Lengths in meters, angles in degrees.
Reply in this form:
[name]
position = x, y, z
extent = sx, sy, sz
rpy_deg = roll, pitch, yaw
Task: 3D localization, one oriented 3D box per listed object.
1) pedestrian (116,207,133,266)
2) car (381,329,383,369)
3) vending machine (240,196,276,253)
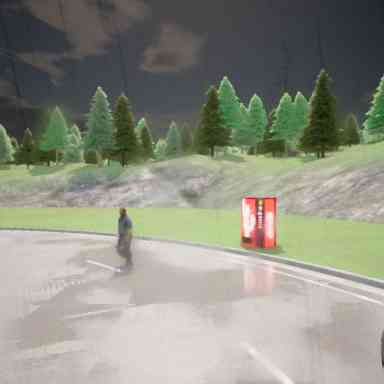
[pedestrian]
position = -2.010, 1.294, 9.925
extent = 0.375, 1.860, 0.375
rpy_deg = 0, 0, -42
[car]
position = 3.293, 1.503, 1.919
extent = 1.837, 1.490, 4.892
rpy_deg = 0, 0, -7
[vending machine]
position = 2.591, 1.195, 12.978
extent = 1.100, 2.100, 0.880
rpy_deg = 0, 0, -40
